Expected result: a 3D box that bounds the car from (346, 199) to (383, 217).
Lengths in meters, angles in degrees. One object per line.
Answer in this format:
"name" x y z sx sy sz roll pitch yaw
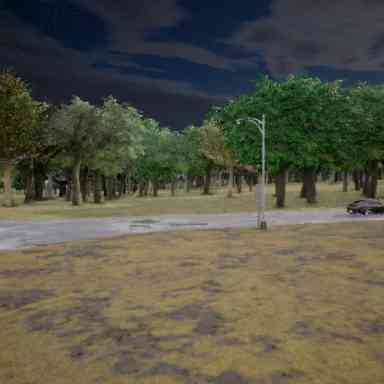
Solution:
"car" 16.921 1.479 31.481 4.892 1.490 1.837 -1 1 -20
